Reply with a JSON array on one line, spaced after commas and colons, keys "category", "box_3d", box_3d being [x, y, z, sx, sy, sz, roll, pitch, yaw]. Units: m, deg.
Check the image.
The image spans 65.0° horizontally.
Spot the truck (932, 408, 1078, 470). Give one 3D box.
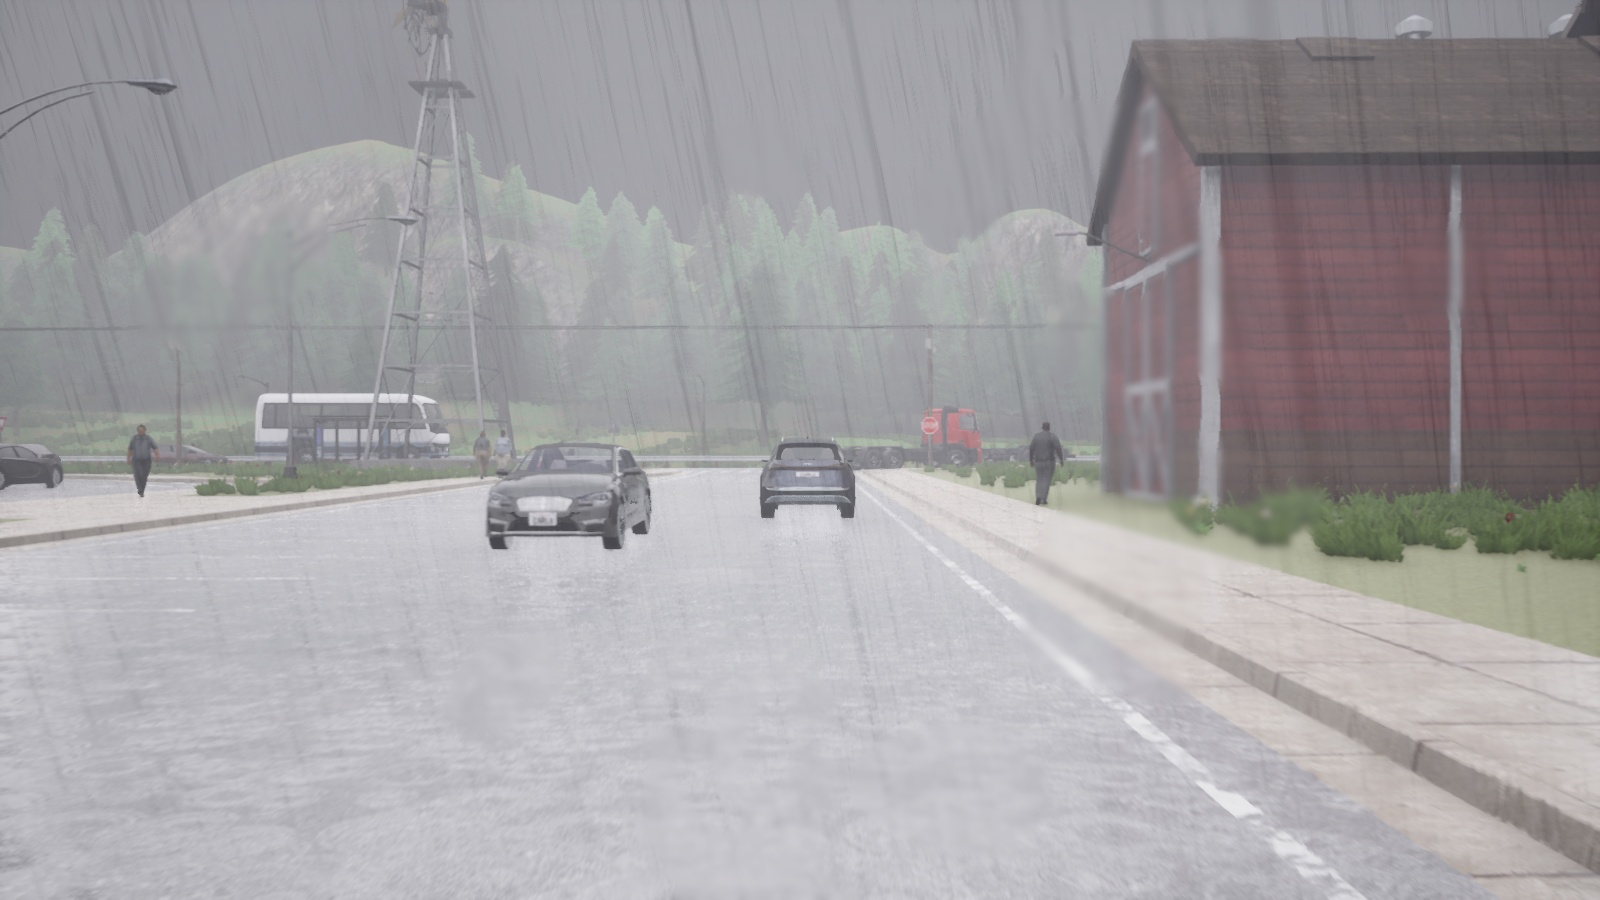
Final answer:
[{"category": "truck", "box_3d": [11.680, -0.632, 72.205, 7.936, 3.462, 2.891, 0, 0, 1]}]

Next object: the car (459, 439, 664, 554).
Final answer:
[{"category": "car", "box_3d": [-3.380, 0.594, 18.844, 2.128, 1.511, 4.902, 0, 0, 0]}]

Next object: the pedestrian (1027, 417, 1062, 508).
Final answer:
[{"category": "pedestrian", "box_3d": [5.167, 0.256, 26.495, 0.563, 1.883, 0.849, 0, 0, 23]}]

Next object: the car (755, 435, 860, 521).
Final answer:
[{"category": "car", "box_3d": [0.163, 0.526, 26.663, 2.033, 1.649, 4.856, 0, 0, 0]}]

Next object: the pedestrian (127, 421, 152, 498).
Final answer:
[{"category": "pedestrian", "box_3d": [-16.140, 0.221, 30.674, 0.540, 1.848, 0.694, 0, 0, -28]}]

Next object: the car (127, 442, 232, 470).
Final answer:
[{"category": "car", "box_3d": [-34.378, 0.325, 69.708, 4.792, 1.488, 2.163, 0, 0, -9]}]

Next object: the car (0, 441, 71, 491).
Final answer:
[{"category": "car", "box_3d": [-25.674, 0.477, 40.169, 1.882, 1.535, 5.008, 0, 0, -1]}]

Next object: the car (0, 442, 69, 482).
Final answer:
[{"category": "car", "box_3d": [-31.001, 0.443, 49.365, 4.792, 1.488, 2.163, 0, 0, 36]}]

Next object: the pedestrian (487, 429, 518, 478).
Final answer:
[{"category": "pedestrian", "box_3d": [-11.207, 0.126, 47.265, 0.874, 1.855, 0.900, 0, 0, 7]}]

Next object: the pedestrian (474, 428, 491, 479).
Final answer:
[{"category": "pedestrian", "box_3d": [-11.711, 0.131, 46.341, 0.540, 1.848, 0.694, 0, 0, -7]}]

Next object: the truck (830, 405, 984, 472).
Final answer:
[{"category": "truck", "box_3d": [5.808, -0.614, 67.961, 7.936, 3.462, 2.891, 0, 0, -25]}]

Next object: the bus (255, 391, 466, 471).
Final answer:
[{"category": "bus", "box_3d": [-24.180, -1.041, 69.531, 10.273, 4.253, 3.944, 0, 0, 1]}]
